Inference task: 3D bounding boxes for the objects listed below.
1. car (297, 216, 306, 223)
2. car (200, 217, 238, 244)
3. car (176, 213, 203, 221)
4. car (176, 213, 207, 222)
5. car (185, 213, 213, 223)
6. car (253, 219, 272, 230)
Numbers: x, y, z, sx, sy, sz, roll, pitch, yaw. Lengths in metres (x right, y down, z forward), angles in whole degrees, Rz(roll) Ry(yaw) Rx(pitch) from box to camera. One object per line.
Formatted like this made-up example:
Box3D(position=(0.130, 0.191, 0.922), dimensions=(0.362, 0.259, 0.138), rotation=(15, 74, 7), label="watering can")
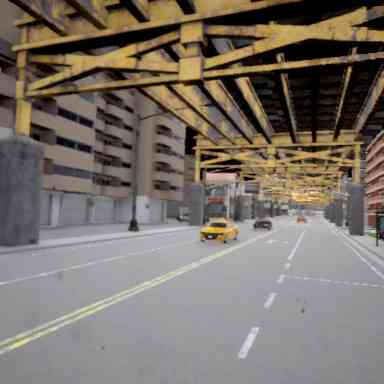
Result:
Box3D(position=(28.008, 6.842, 84.920), dimensions=(2.097, 1.767, 4.553), rotation=(1, -3, 20), label="car")
Box3D(position=(2.072, 2.841, 24.328), dimensions=(1.882, 1.535, 5.008), rotation=(1, -3, 20), label="car")
Box3D(position=(-0.441, 4.255, 56.924), dimensions=(4.536, 1.218, 1.853), rotation=(-1, -4, 45), label="car")
Box3D(position=(-0.410, 4.412, 56.879), dimensions=(4.974, 1.542, 2.038), rotation=(-1, -4, 45), label="car")
Box3D(position=(1.319, 4.674, 60.667), dimensions=(4.974, 1.542, 2.038), rotation=(2, -3, 0), label="car")
Box3D(position=(9.467, 4.253, 44.320), dimensions=(1.994, 1.385, 4.181), rotation=(1, -3, 20), label="car")
